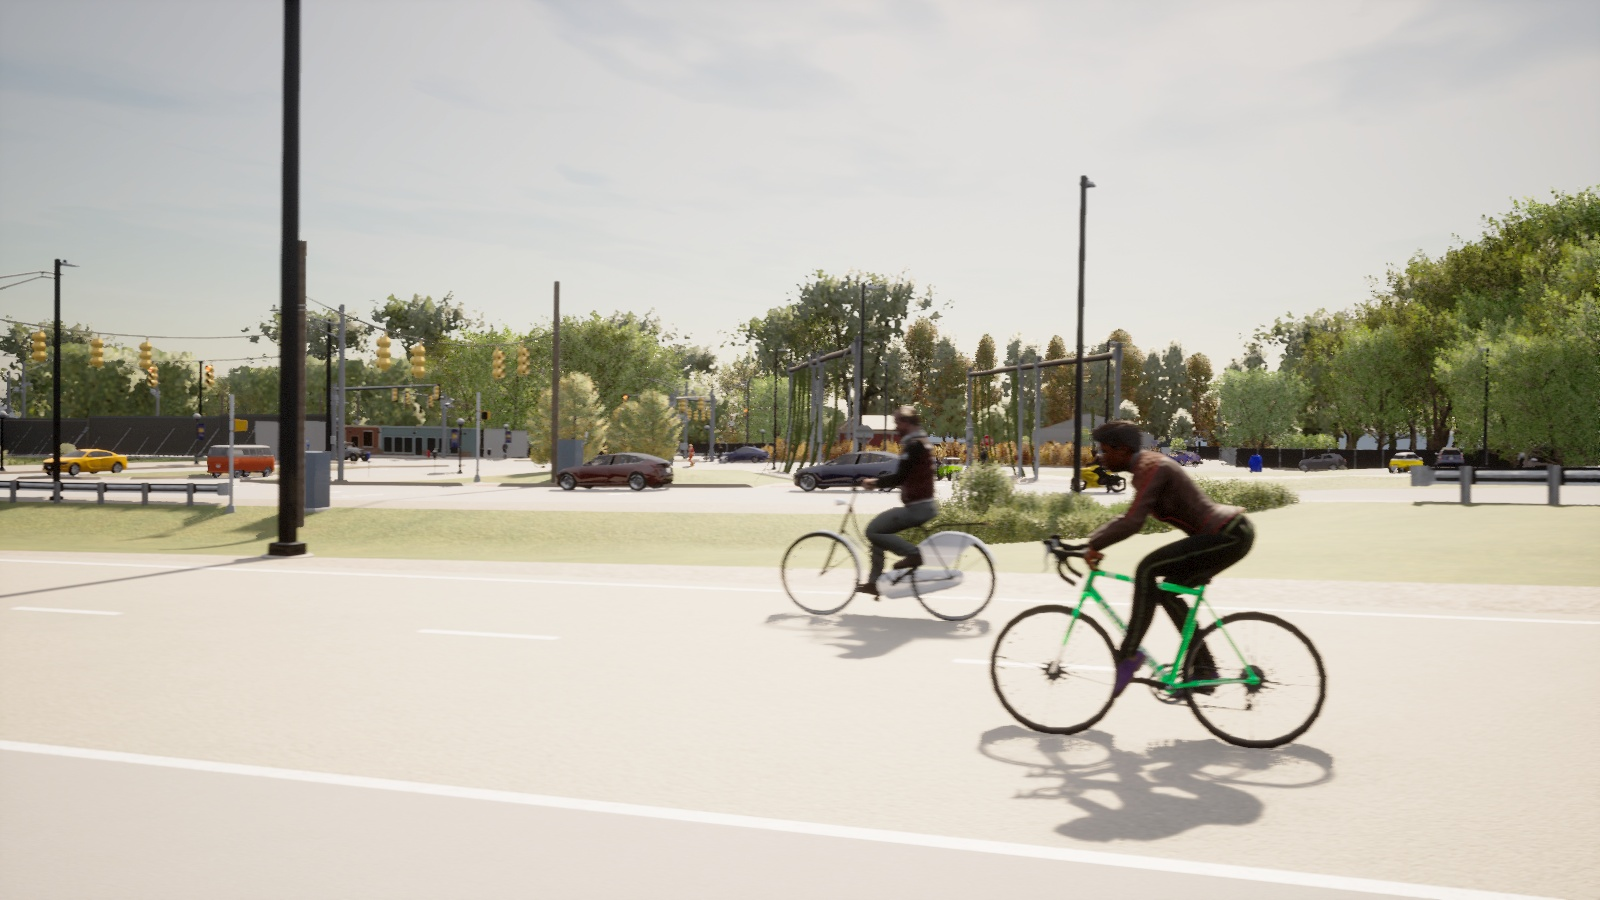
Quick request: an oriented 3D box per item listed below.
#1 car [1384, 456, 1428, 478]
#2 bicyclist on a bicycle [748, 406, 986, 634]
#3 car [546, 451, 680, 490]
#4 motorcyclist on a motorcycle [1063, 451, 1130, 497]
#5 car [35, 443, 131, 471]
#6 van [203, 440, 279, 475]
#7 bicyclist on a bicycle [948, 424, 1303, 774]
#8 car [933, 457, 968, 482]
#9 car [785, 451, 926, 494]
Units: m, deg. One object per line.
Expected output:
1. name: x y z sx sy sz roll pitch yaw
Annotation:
1. car: 39.892 1.134 82.720 2.207 1.376 1.481 -1 1 -22
2. bicyclist on a bicycle: 0.555 0.529 10.389 1.843 1.776 0.659 1 1 19
3. car: -7.392 0.784 49.796 4.792 1.488 2.163 0 1 18
4. motorcyclist on a motorcycle: 10.117 0.794 42.876 2.044 1.523 0.797 0 1 32
5. car: -42.080 0.382 73.867 1.882 1.535 5.008 1 1 16
6. van: -33.583 0.433 75.582 1.775 1.987 4.442 1 0 15
7. bicyclist on a bicycle: 1.626 0.682 6.338 1.656 1.620 0.582 0 1 19
8. car: 8.815 1.151 73.514 1.481 1.376 2.207 1 0 -9
9. car: 2.068 0.798 46.702 4.792 1.488 2.163 0 1 21
